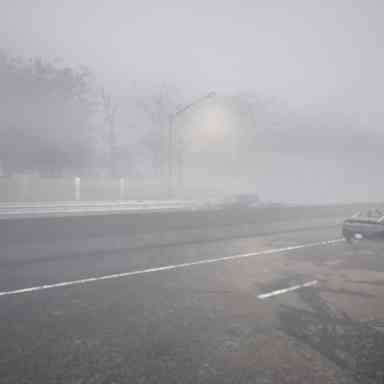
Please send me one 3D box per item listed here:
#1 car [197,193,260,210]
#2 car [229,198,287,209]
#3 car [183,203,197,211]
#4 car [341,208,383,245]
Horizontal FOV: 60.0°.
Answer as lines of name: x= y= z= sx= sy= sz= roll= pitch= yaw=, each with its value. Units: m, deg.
car: x=3.522 y=1.148 z=28.000 sx=5.566 sy=2.045 sz=2.150 roll=0 pitch=0 yaw=-35
car: x=5.429 y=1.432 z=25.060 sx=4.892 sy=1.490 sz=1.837 roll=0 pitch=0 yaw=-35
car: x=1.193 y=1.492 z=30.637 sx=4.181 sy=1.385 sz=1.994 roll=0 pitch=0 yaw=-35
car: x=8.230 y=1.435 z=13.917 sx=4.902 sy=1.511 sz=2.128 roll=0 pitch=0 yaw=-35
